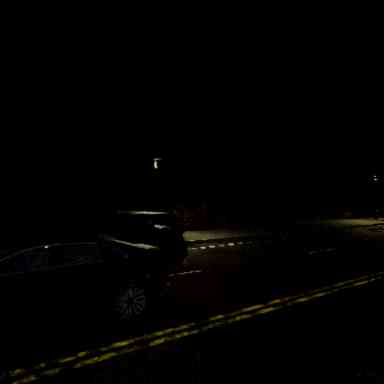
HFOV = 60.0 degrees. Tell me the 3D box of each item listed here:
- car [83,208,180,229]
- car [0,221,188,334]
[{"bbox_3d":[-2.419,1.385,9.938,4.553,1.767,2.097,1,0,-35],"label":"car"},{"bbox_3d":[-2.728,1.501,5.728,4.902,1.511,2.128,1,0,-35],"label":"car"}]
